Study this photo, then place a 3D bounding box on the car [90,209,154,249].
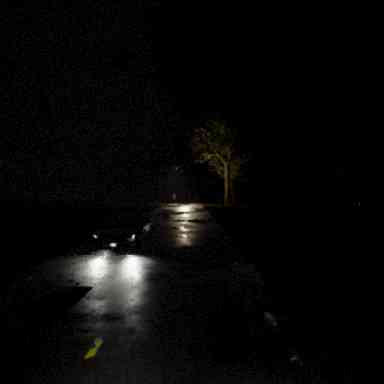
[{"bbox_3d":[-2.773,1.474,14.386,2.033,1.411,5.357,0,0,0],"label":"car"}]
